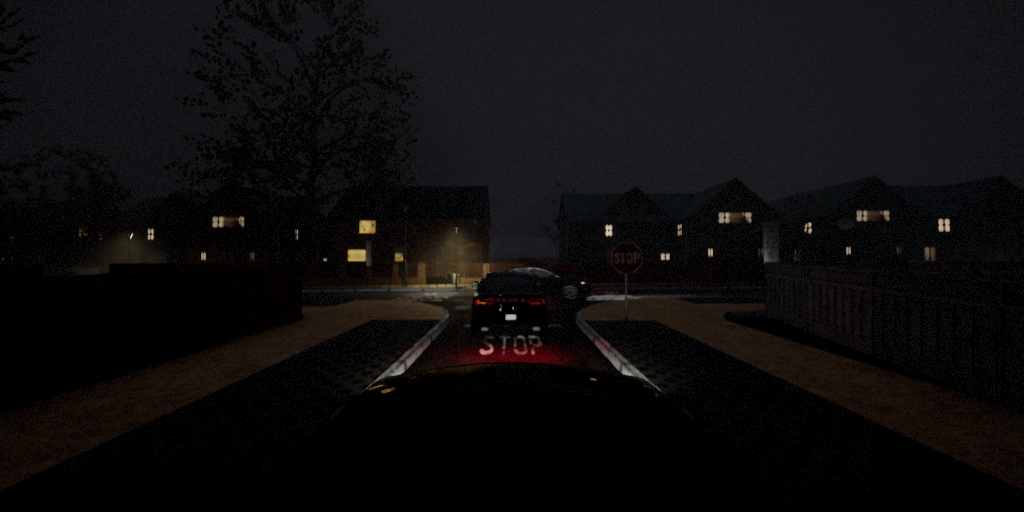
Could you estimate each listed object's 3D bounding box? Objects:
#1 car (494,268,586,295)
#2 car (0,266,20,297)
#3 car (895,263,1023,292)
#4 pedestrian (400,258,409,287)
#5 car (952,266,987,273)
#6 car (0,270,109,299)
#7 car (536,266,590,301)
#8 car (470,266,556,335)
[{"bbox_3d":[1.429,1.356,19.368,4.718,1.301,1.895,-1,-1,1],"label":"car"},{"bbox_3d":[-30.910,1.442,19.812,4.553,1.767,2.097,-1,-1,1],"label":"car"},{"bbox_3d":[23.702,1.090,19.072,4.674,1.442,1.812,0,-1,1],"label":"car"},{"bbox_3d":[-6.704,1.031,22.400,0.375,1.860,0.375,0,-1,1],"label":"pedestrian"},{"bbox_3d":[18.724,1.104,16.191,4.181,1.385,1.994,0,-1,1],"label":"car"},{"bbox_3d":[-21.495,1.399,16.733,5.008,1.535,1.882,-1,-1,1],"label":"car"},{"bbox_3d":[1.055,1.206,16.417,4.902,1.511,2.128,-1,0,1],"label":"car"},{"bbox_3d":[-0.150,1.195,10.415,1.882,1.535,5.008,0,0,-3],"label":"car"}]
